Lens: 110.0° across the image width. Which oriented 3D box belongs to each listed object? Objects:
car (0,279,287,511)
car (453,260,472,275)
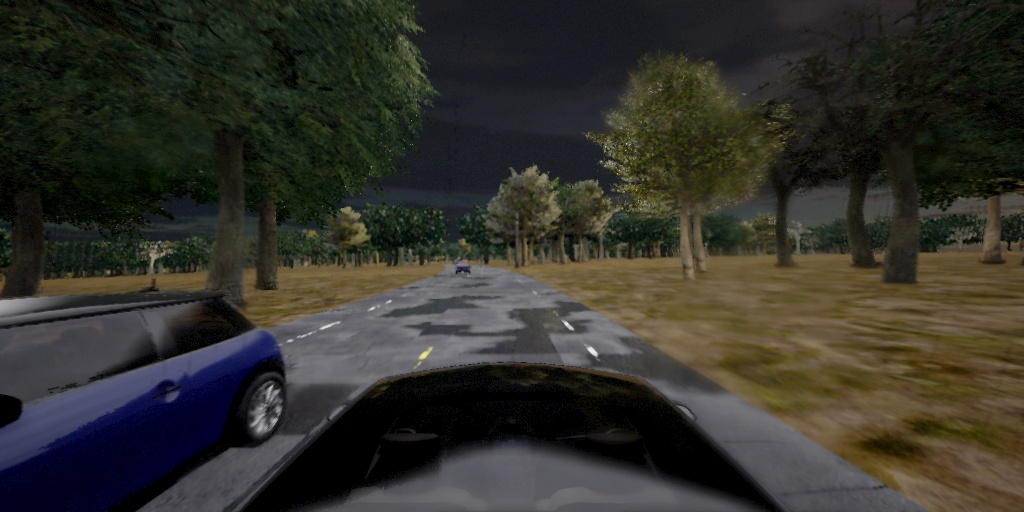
[{"bbox_3d":[-3.641,1.110,2.225,2.097,1.767,4.553,0,0,0],"label":"car"},{"bbox_3d":[-5.877,1.473,43.453,2.033,1.411,5.357,0,0,-6],"label":"car"}]
